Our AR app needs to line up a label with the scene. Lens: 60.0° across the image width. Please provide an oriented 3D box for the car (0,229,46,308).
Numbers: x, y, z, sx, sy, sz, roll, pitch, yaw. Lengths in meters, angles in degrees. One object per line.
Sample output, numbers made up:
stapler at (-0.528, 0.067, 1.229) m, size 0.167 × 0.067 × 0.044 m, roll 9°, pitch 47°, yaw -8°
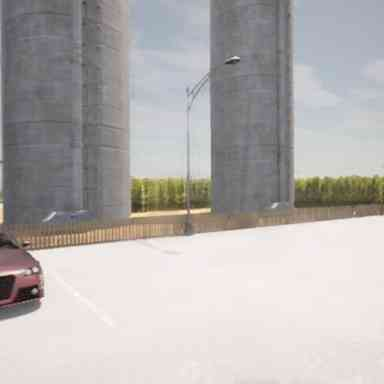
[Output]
car at (-4.668, 1.547, 7.366) m, size 1.994 × 1.381 × 4.181 m, roll -1°, pitch 0°, yaw -36°
